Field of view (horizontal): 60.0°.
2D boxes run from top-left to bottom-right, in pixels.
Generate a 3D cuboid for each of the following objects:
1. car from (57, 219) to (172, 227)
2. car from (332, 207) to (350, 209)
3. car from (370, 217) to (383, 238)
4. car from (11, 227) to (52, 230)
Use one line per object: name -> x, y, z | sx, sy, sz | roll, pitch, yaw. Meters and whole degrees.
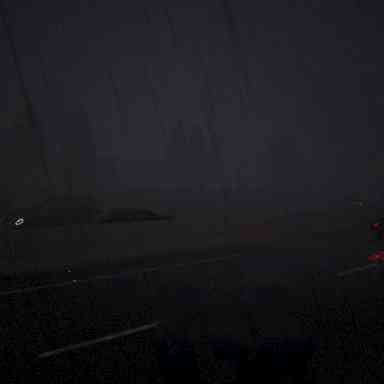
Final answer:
car -> -3.170, 1.431, 14.632 | 5.008, 1.535, 1.882 | -1, 0, -36
car -> 18.086, 1.244, 38.951 | 5.357, 1.411, 2.033 | -1, 0, -40
car -> 10.347, 1.460, 15.435 | 4.718, 1.301, 1.895 | -1, 0, -36
car -> -6.600, 1.319, 16.485 | 4.553, 1.767, 2.097 | -1, 0, -36
